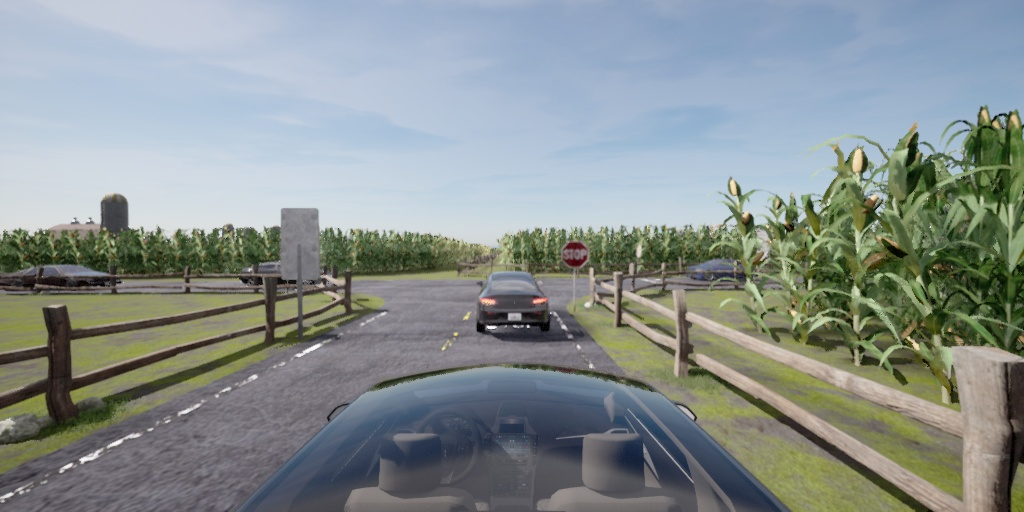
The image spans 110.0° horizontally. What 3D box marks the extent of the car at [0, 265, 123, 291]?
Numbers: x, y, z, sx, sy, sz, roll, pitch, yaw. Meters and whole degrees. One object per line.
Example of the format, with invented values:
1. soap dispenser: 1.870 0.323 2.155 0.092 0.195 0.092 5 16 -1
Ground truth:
1. car: -25.872 1.226 20.610 5.357 1.411 2.033 0 1 0

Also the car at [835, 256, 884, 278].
1. car: 23.557 0.762 23.477 4.892 1.490 1.837 0 1 0

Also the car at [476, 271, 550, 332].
1. car: -0.043 1.153 10.255 1.812 1.442 4.674 0 1 -3

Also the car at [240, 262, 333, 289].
1. car: -12.797 1.065 20.585 4.902 1.511 2.128 0 1 0

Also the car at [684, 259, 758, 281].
1. car: 13.621 0.886 23.501 4.181 1.385 1.994 0 1 0
